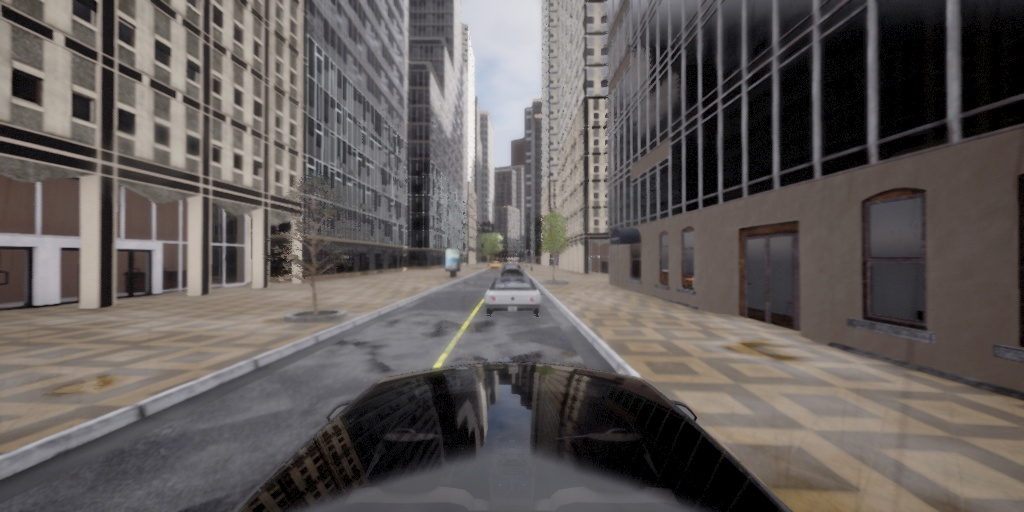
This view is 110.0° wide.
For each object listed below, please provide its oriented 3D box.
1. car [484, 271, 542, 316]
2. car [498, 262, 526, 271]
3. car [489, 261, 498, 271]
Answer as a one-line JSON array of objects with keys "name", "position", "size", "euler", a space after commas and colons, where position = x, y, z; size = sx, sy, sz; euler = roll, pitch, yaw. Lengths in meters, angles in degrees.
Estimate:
[{"name": "car", "position": [0.044, 1.421, 13.692], "size": [1.895, 1.301, 4.718], "euler": [0, 0, 1]}, {"name": "car", "position": [0.049, 1.438, 29.325], "size": [1.837, 1.490, 4.892], "euler": [0, 0, 0]}, {"name": "car", "position": [-2.778, 1.660, 60.682], "size": [1.882, 1.535, 5.008], "euler": [0, 0, 1]}]
